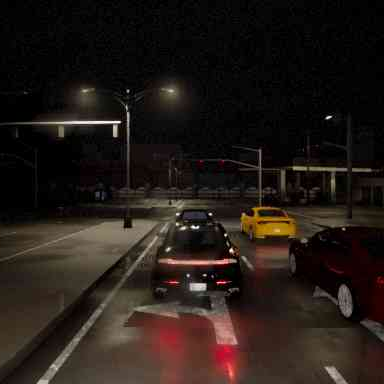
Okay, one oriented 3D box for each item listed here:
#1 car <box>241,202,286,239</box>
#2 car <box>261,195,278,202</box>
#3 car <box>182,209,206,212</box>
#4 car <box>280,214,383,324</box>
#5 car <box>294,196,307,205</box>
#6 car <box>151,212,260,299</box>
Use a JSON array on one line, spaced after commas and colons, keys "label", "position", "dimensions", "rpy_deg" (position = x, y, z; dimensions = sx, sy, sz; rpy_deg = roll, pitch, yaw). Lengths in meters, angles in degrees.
[{"label": "car", "position": [3.610, 1.478, 16.490], "dimensions": [1.882, 1.535, 5.008], "rpy_deg": [0, 0, 0]}, {"label": "car", "position": [13.240, 1.295, 56.738], "dimensions": [2.242, 1.667, 4.611], "rpy_deg": [0, 0, 0]}, {"label": "car", "position": [0.111, 1.564, 17.168], "dimensions": [1.994, 1.385, 4.181], "rpy_deg": [0, 0, -1]}, {"label": "car", "position": [3.603, 1.478, 7.238], "dimensions": [1.882, 1.535, 5.008], "rpy_deg": [0, 0, 0]}, {"label": "car", "position": [18.986, 1.456, 57.497], "dimensions": [1.970, 1.475, 3.806], "rpy_deg": [0, 0, 0]}, {"label": "car", "position": [0.104, 1.492, 8.399], "dimensions": [2.128, 1.511, 4.902], "rpy_deg": [0, 0, 0]}]
